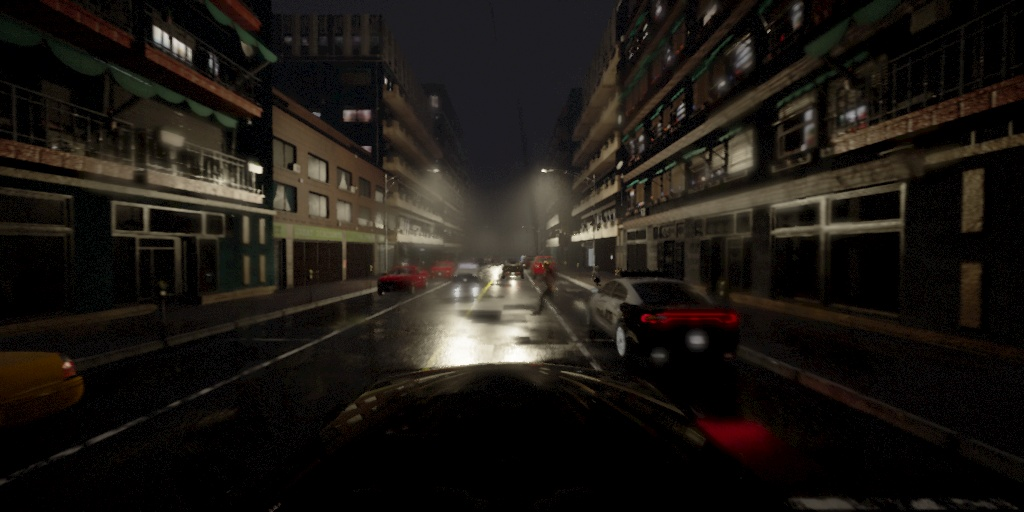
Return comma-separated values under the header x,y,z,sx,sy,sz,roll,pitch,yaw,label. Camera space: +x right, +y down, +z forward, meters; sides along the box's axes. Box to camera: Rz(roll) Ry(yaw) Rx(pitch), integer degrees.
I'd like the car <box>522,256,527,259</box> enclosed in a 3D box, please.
x,y,z,sx,sy,sz,roll,pitch,yaw,label
2.714,0.874,47.530,2.192,1.841,5.009,0,0,0,car

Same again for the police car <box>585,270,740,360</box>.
x,y,z,sx,sy,sz,roll,pitch,yaw,label
3.004,1.144,8.396,1.930,1.638,5.238,0,0,0,police car

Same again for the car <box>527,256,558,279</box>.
x,y,z,sx,sy,sz,roll,pitch,yaw,label
2.704,0.940,30.476,2.192,1.841,5.009,0,0,0,car

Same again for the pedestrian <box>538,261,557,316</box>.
x,y,z,sx,sy,sz,roll,pitch,yaw,label
1.134,0.999,11.394,0.375,1.860,0.375,-1,1,0,pedestrian

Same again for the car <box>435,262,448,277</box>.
x,y,z,sx,sy,sz,roll,pitch,yaw,label
-5.676,1.170,30.484,1.888,1.381,4.507,0,0,0,car

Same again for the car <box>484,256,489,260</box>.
x,y,z,sx,sy,sz,roll,pitch,yaw,label
-5.657,1.063,64.592,1.948,1.339,4.313,0,0,0,car

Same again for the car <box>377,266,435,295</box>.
x,y,z,sx,sy,sz,roll,pitch,yaw,label
-5.683,1.216,19.115,1.888,1.381,4.507,0,0,0,car

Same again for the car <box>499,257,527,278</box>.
x,y,z,sx,sy,sz,roll,pitch,yaw,label
0.090,1.128,31.349,1.837,1.490,4.892,0,1,0,car

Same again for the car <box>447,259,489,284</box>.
x,y,z,sx,sy,sz,roll,pitch,yaw,label
-3.085,1.189,26.277,2.033,1.411,5.357,0,0,0,car

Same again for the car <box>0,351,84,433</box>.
x,y,z,sx,sy,sz,roll,pitch,yaw,label
-5.692,1.274,1.891,1.751,1.417,4.829,0,0,0,car
